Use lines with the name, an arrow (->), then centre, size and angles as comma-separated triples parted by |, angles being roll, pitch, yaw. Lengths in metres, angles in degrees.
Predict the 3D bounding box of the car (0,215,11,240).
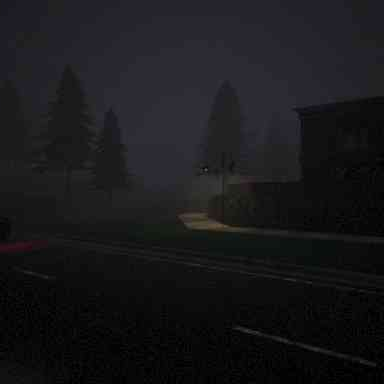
car -> -10.472, 1.477, 15.668 | 5.008, 1.535, 1.882 | 0, 0, 36
